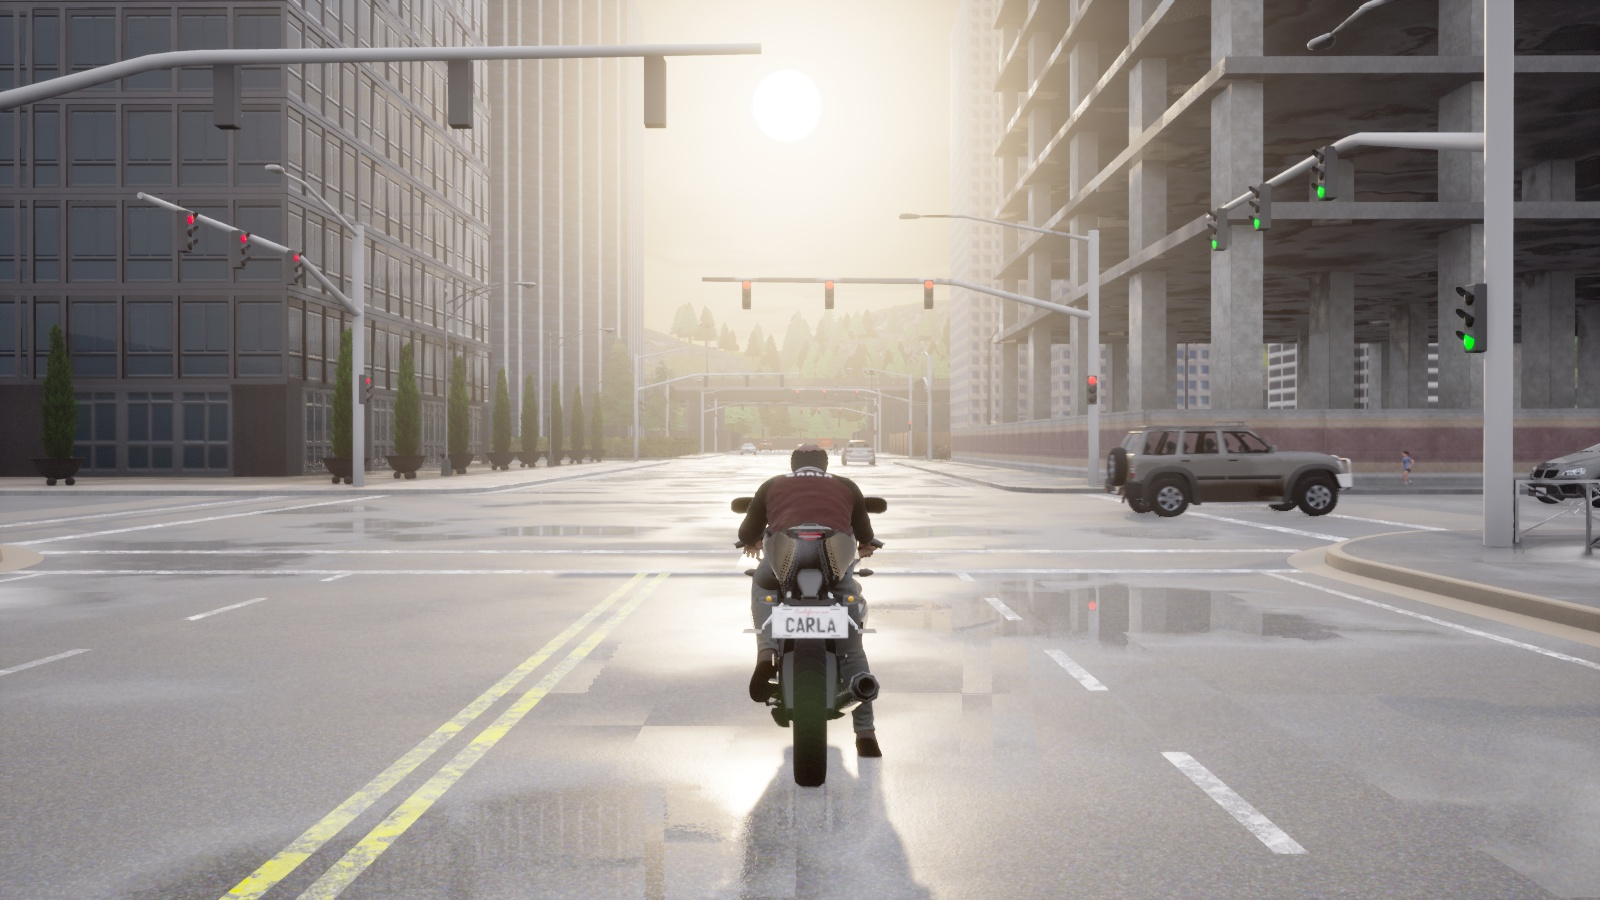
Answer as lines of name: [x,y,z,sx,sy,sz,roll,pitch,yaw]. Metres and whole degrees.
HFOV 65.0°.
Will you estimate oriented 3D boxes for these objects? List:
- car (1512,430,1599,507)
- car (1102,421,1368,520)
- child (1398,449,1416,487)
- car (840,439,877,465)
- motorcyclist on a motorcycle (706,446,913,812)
car: [19.038,0.390,28.397,4.611,1.667,2.242,0,0,0]
car: [8.523,0.384,24.896,4.605,1.855,1.932,0,0,0]
child: [17.765,0.538,36.771,0.394,1.110,0.255,0,0,-3]
car: [3.933,0.114,85.024,2.242,1.667,4.611,0,0,0]
motorcyclist on a motorcycle: [0.046,0.746,6.351,0.866,1.530,2.191,0,0,0]
